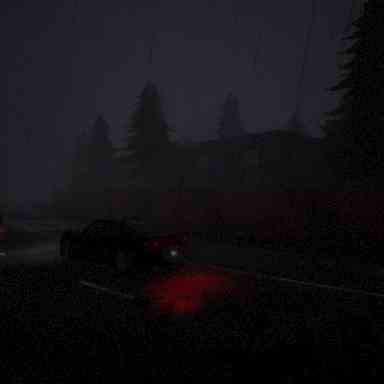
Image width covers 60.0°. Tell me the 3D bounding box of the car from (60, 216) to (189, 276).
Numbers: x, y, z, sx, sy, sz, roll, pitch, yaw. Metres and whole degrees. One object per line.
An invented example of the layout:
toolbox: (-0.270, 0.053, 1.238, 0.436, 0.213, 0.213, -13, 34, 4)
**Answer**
car: (-2.356, 1.519, 10.684, 5.008, 1.535, 1.882, 0, 0, 41)

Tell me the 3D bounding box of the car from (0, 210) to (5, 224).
car: (-15.447, 1.691, 25.021, 1.895, 1.301, 4.718, 0, 0, -36)
